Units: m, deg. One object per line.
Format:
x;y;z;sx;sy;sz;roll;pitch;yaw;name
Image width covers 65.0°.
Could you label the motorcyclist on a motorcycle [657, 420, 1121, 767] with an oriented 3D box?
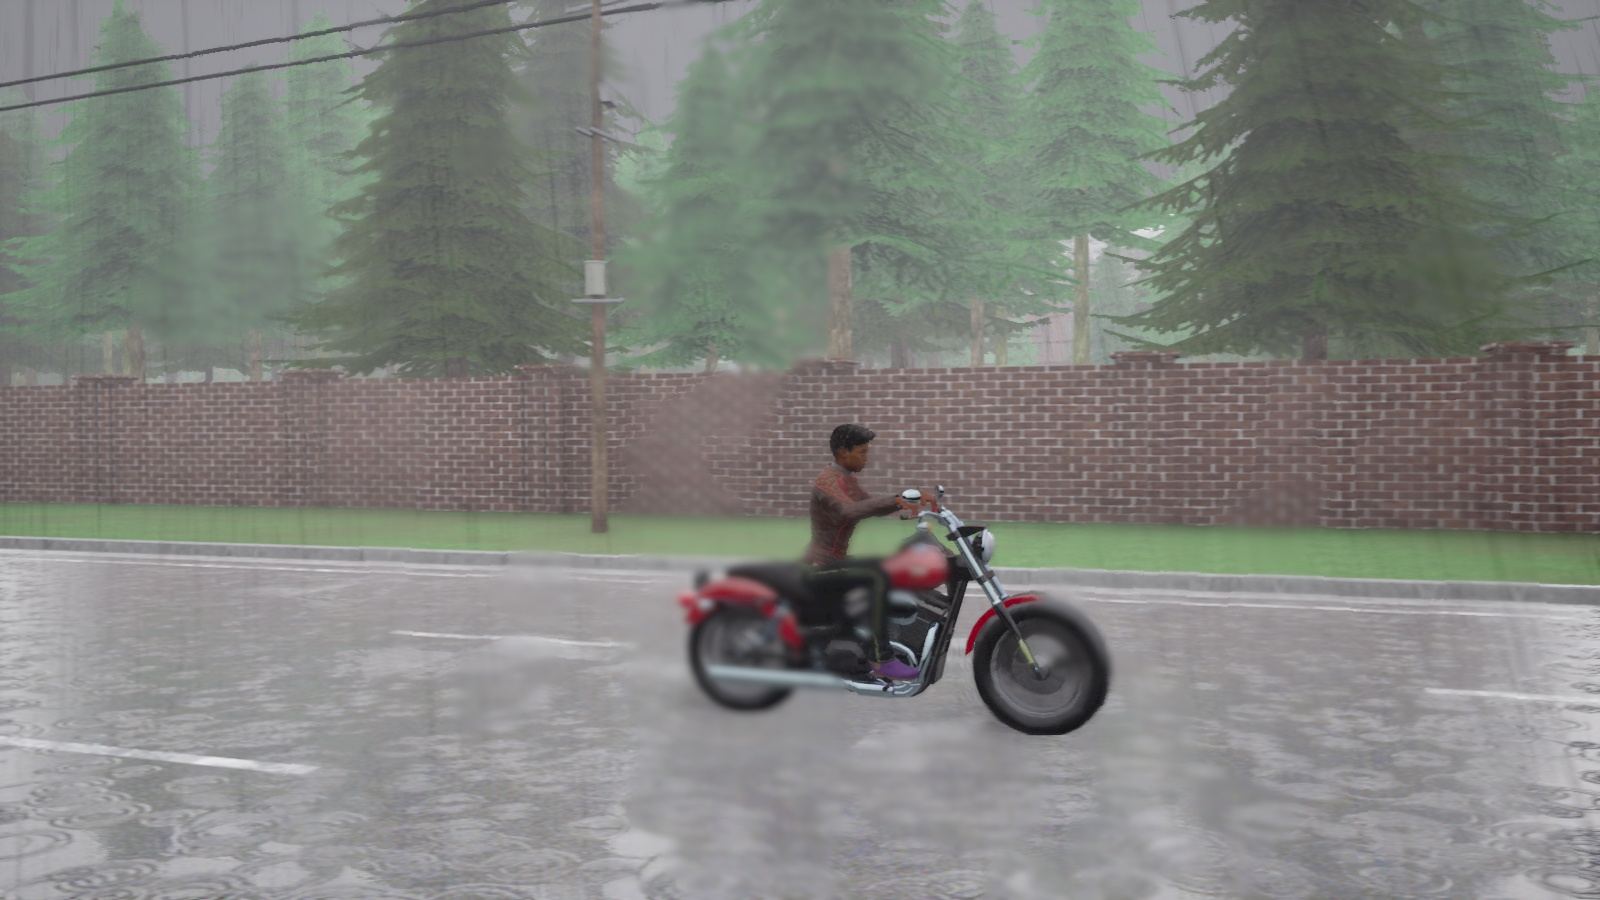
0.471;0.671;6.725;2.350;1.649;0.766;1;1;19;motorcyclist on a motorcycle
